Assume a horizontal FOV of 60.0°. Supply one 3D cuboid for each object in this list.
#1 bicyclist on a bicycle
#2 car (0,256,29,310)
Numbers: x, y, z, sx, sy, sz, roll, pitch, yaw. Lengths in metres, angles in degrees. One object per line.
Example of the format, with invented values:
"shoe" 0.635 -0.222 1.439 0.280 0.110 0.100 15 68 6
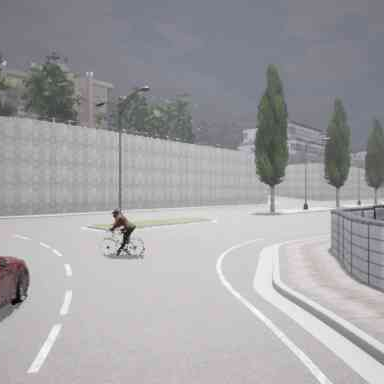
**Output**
"bicyclist on a bicycle" -2.443 1.454 11.453 1.656 1.620 0.582 -2 0 12
"car" -4.049 1.526 5.057 1.812 1.442 4.674 0 0 -9
